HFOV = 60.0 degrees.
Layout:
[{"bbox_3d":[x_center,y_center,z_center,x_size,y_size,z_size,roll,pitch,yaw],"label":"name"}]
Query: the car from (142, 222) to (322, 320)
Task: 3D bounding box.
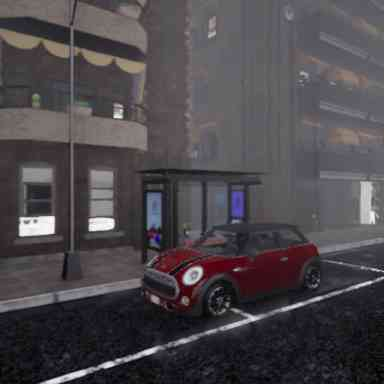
[{"bbox_3d":[0.956,1.437,7.242,4.097,1.590,1.967,0,0,-35],"label":"car"}]
